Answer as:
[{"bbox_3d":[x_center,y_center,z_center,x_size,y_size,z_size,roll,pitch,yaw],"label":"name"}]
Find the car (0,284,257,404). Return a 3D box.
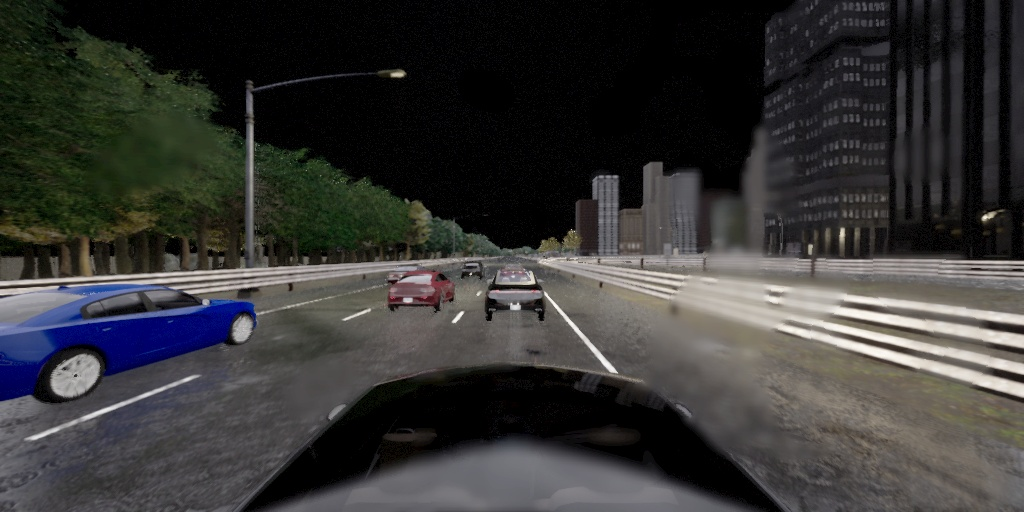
[{"bbox_3d":[-6.901,1.227,6.345,1.882,1.535,5.008,0,0,0],"label":"car"}]

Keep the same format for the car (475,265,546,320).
[{"bbox_3d":[0.099,1.240,12.562,2.128,1.511,4.902,0,0,0],"label":"car"}]

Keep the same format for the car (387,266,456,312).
[{"bbox_3d":[-3.401,1.274,14.040,1.812,1.442,4.674,0,0,0],"label":"car"}]

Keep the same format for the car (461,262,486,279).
[{"bbox_3d":[-3.400,1.245,32.112,1.837,1.490,4.892,0,0,0],"label":"car"}]

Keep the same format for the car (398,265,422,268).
[{"bbox_3d":[-6.898,1.293,24.674,2.033,1.411,5.357,0,0,0],"label":"car"}]
